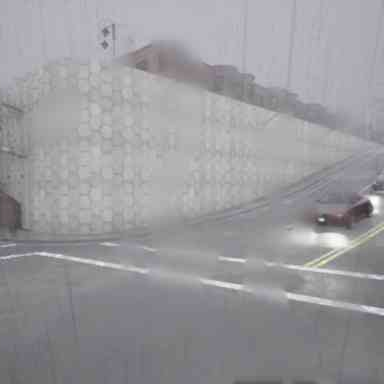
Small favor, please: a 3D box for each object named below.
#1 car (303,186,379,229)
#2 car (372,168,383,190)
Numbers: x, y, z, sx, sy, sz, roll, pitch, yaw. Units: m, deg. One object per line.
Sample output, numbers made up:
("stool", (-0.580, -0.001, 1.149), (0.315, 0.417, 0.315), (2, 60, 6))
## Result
("car", (6.917, 0.753, 15.658), (1.994, 1.385, 4.181), (0, 7, 45))
("car", (13.752, -1.123, 22.552), (1.812, 1.442, 4.674), (0, 14, 45))
